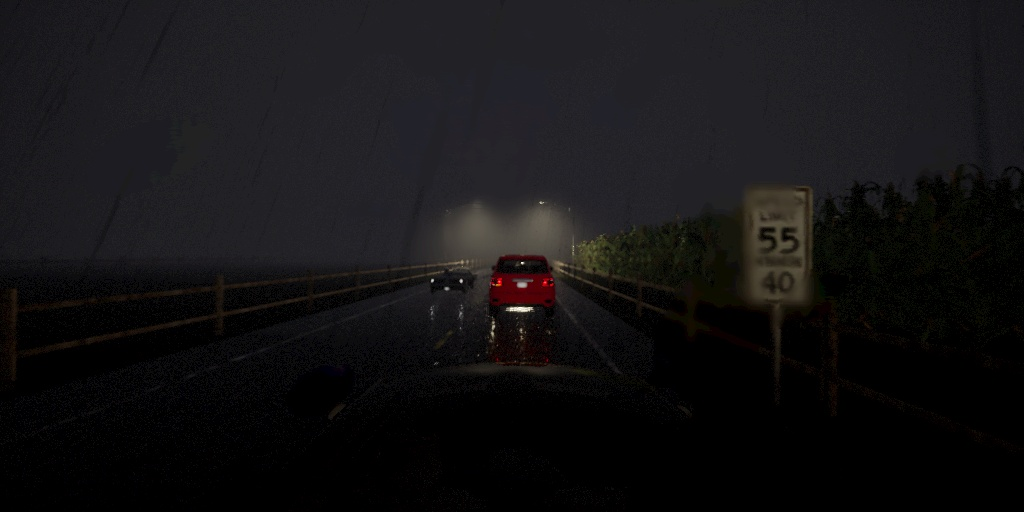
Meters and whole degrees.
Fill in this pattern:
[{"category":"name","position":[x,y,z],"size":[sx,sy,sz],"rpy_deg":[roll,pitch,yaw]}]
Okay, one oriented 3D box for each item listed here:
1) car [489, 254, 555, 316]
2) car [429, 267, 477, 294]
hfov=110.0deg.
[{"category":"car","position":[0.374,0.968,13.503],"size":[2.150,2.045,5.566],"rpy_deg":[1,0,1]},{"category":"car","position":[-3.146,1.302,19.820],"size":[1.895,1.301,4.718],"rpy_deg":[1,0,2]}]
